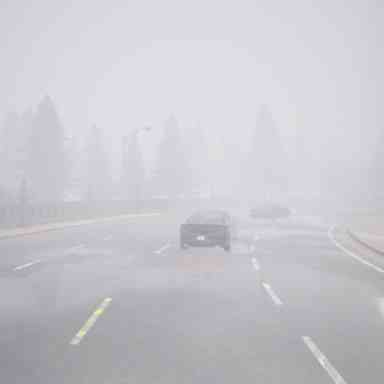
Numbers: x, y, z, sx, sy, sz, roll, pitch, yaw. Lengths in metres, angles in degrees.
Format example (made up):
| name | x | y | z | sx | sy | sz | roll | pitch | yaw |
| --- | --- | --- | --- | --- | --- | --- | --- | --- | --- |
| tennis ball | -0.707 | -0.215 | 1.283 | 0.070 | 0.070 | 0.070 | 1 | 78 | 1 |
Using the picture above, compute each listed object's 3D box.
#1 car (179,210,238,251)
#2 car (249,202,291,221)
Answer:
| name | x | y | z | sx | sy | sz | roll | pitch | yaw |
| --- | --- | --- | --- | --- | --- | --- | --- | --- | --- |
| car | 0.838 | 1.485 | 14.218 | 1.882 | 1.535 | 5.008 | 0 | 0 | 12 |
| car | 6.463 | 1.563 | 27.293 | 2.033 | 1.411 | 5.357 | 0 | 0 | 34 |
